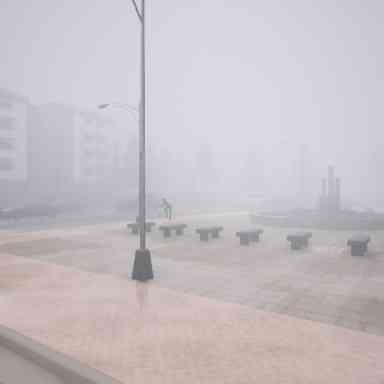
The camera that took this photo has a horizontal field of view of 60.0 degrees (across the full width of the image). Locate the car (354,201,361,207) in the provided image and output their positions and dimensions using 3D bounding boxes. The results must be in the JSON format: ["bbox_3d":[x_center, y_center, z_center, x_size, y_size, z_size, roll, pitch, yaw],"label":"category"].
[{"bbox_3d":[22.159,1.601,48.654,4.718,1.301,1.895,0,0,-7],"label":"car"}]

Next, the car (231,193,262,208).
[{"bbox_3d":[8.349,1.223,48.409,5.566,2.045,2.150,0,0,-24],"label":"car"}]

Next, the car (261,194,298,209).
[{"bbox_3d":[12.479,1.352,46.104,4.553,1.767,2.097,0,0,-22],"label":"car"}]

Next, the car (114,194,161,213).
[{"bbox_3d":[-6.113,1.223,37.932,2.150,2.045,5.566,0,0,43],"label":"car"}]

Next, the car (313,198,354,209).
[{"bbox_3d":[18.525,1.505,44.302,4.892,1.490,1.837,0,0,-14],"label":"car"}]

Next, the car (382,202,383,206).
[{"bbox_3d":[28.784,1.601,45.450,4.718,1.301,1.895,0,0,1],"label":"car"}]

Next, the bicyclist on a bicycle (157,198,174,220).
[{"bbox_3d":[-2.003,1.301,24.805,1.656,1.620,0.582,0,0,33],"label":"bicyclist on a bicycle"}]

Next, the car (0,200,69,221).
[{"bbox_3d":[-13.523,1.547,27.988,2.033,1.411,5.357,0,0,33],"label":"car"}]

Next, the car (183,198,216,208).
[{"bbox_3d":[1.130,1.601,48.384,4.718,1.301,1.895,0,0,-31],"label":"car"}]

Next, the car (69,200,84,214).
[{"bbox_3d":[-13.407,1.526,34.181,1.812,1.442,4.674,0,0,36],"label":"car"}]
